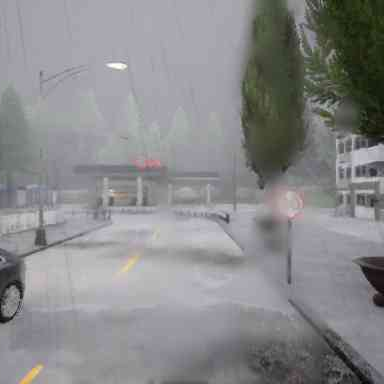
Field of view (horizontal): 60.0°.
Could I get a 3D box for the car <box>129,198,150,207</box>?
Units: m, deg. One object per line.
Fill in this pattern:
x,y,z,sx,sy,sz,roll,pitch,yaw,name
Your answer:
-9.096,1.857,57.606,3.633,1.501,1.845,0,0,0,car

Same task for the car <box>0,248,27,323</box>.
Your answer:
-4.098,1.540,4.507,1.837,1.490,4.892,0,0,0,car
